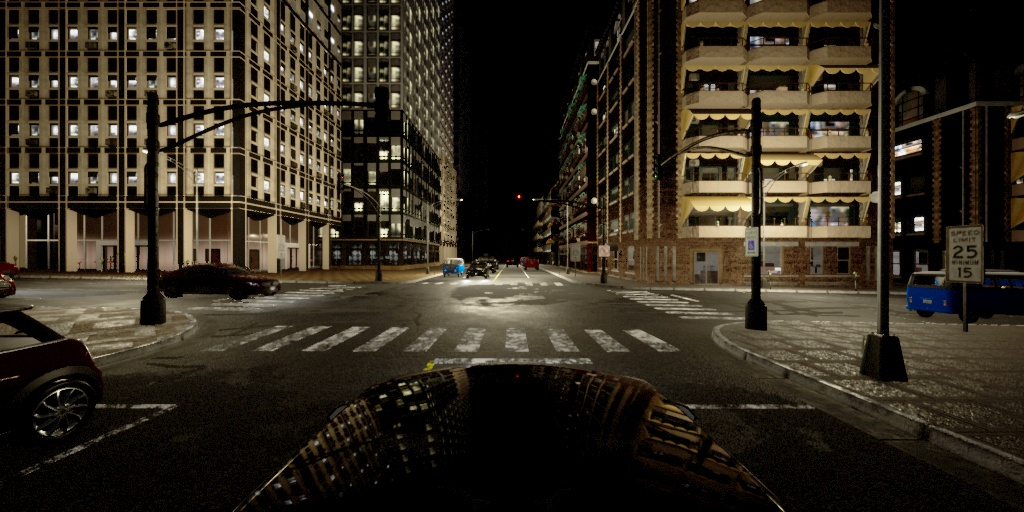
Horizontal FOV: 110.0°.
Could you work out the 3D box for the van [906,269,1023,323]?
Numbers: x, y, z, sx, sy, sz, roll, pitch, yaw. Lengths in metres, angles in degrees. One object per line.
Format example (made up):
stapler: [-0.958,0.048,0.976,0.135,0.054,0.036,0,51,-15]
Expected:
van: [16.926,1.453,13.013,3.998,1.789,1.690,0,0,0]

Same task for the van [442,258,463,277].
van: [-5.650,1.097,34.797,1.690,1.789,3.998,0,0,0]

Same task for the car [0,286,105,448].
car: [-5.689,1.190,2.323,1.967,1.591,4.097,0,0,0]

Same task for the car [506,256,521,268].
car: [0.077,0.994,63.900,2.150,2.045,5.566,0,0,0]

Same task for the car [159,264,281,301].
car: [-12.504,1.067,15.416,4.674,1.442,1.812,1,0,4]

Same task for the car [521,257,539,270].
car: [2.749,1.079,51.441,2.192,1.841,5.009,0,0,0]

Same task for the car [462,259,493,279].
car: [-3.058,1.260,32.756,1.837,1.490,4.892,0,0,0]

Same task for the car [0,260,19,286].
car: [-21.133,0.818,13.109,4.097,1.591,1.967,0,0,0]

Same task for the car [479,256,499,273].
car: [-3.044,0.981,42.878,2.150,2.045,5.566,0,0,1]

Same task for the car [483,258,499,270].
car: [-3.031,1.118,53.194,2.097,1.767,4.553,0,0,0]
